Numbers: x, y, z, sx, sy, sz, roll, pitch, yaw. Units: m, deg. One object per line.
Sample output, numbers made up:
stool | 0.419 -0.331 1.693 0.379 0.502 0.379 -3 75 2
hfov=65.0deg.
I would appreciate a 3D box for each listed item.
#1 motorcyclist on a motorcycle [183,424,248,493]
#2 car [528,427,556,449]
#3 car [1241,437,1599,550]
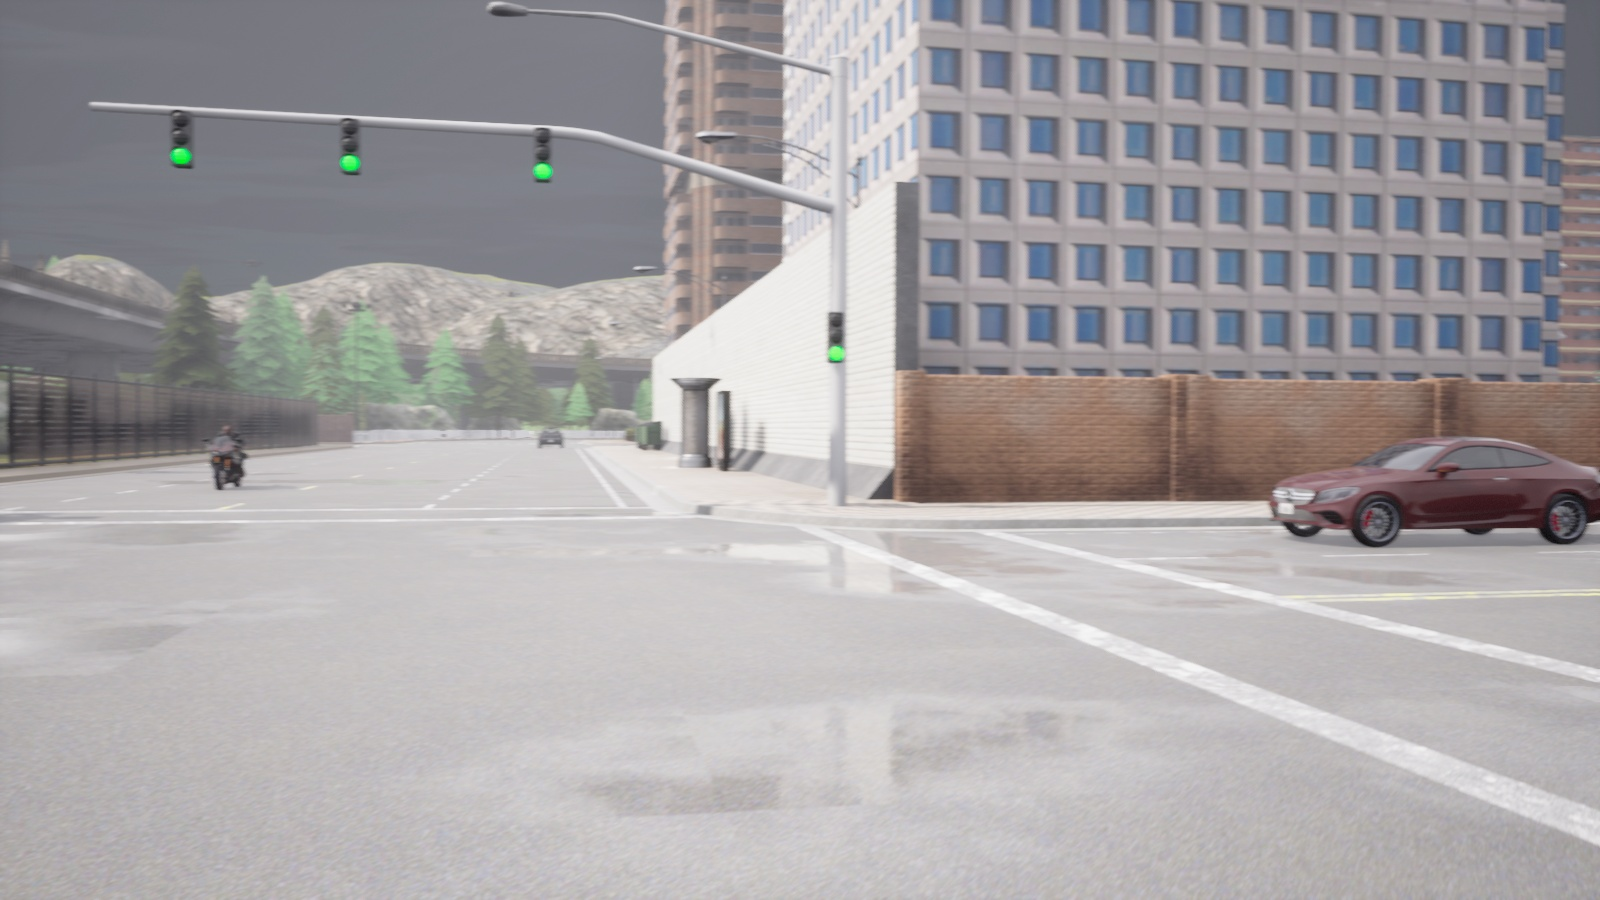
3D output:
motorcyclist on a motorcycle | -13.559 0.168 29.202 0.866 1.530 2.191 0 1 -11
car | -17.826 -0.864 86.765 1.816 1.474 4.193 0 1 -11
car | 8.784 0.557 17.531 4.674 1.442 1.812 0 1 -11
